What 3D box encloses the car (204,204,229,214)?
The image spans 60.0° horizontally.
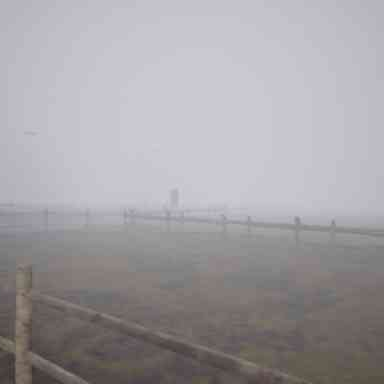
[{"bbox_3d":[3.562,2.350,47.633,1.994,1.385,4.181,1,-1,35],"label":"car"}]
